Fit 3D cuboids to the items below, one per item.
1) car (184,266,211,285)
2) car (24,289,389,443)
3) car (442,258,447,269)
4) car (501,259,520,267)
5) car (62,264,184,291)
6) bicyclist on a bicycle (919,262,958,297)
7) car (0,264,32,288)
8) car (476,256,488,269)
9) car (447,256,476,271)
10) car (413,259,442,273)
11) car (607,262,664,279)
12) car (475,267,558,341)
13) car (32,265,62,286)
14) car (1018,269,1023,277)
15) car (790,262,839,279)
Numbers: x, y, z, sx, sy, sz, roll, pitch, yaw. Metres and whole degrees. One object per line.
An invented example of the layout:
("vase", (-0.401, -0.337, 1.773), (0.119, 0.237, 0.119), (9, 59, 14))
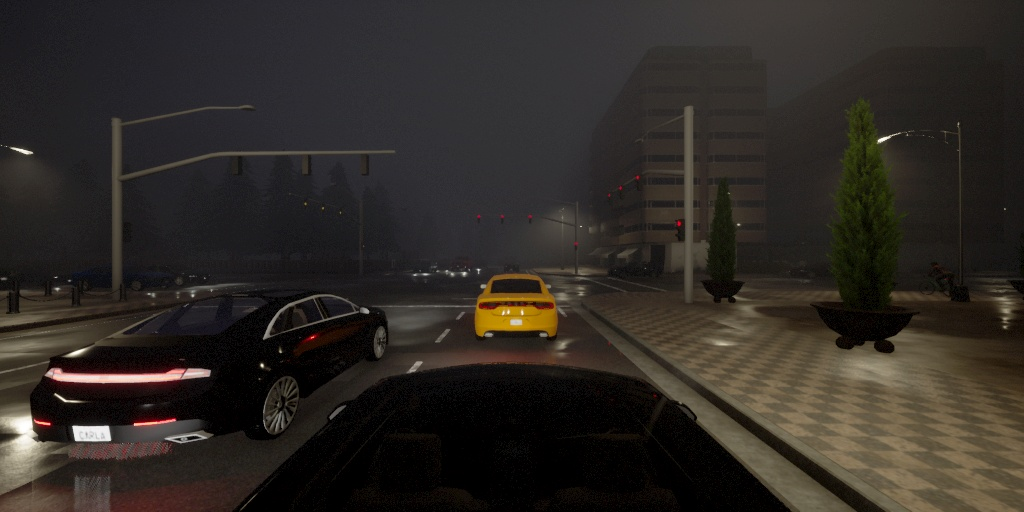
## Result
("car", (-24.015, 1.310, 25.241), (4.892, 1.490, 1.837), (0, 0, 1))
("car", (-3.423, 1.242, 5.364), (2.128, 1.511, 4.902), (0, 0, 1))
("car", (-9.750, 1.102, 52.916), (2.097, 1.767, 4.553), (0, 0, 7))
("car", (0.102, 1.351, 47.180), (1.895, 1.301, 4.718), (0, 0, 4))
("car", (-23.431, 1.283, 21.731), (5.008, 1.535, 1.882), (0, 0, 0))
("bicyclist on a bicycle", (20.288, 1.106, 17.061), (0.582, 1.620, 1.656), (0, 0, 0))
("car", (-33.470, 1.026, 21.708), (5.566, 2.045, 2.150), (0, 0, 0))
("car", (-5.319, 1.255, 58.541), (1.837, 1.490, 4.892), (0, 0, 15))
("car", (-6.709, 0.971, 48.428), (2.150, 2.045, 5.566), (0, 0, 4))
("car", (-10.400, 1.297, 43.601), (2.033, 1.411, 5.357), (0, 0, 2))
("car", (11.163, 1.297, 32.520), (4.902, 1.511, 2.128), (0, 0, 0))
("car", (0.107, 1.228, 9.946), (1.882, 1.535, 5.008), (0, 0, 0))
("car", (-33.757, 1.353, 25.204), (5.357, 1.411, 2.033), (0, 0, 0))
("car", (49.399, 1.406, 32.519), (4.718, 1.301, 1.895), (0, 0, 0))
("car", (28.077, 1.283, 32.561), (5.008, 1.535, 1.882), (0, 0, 0))
